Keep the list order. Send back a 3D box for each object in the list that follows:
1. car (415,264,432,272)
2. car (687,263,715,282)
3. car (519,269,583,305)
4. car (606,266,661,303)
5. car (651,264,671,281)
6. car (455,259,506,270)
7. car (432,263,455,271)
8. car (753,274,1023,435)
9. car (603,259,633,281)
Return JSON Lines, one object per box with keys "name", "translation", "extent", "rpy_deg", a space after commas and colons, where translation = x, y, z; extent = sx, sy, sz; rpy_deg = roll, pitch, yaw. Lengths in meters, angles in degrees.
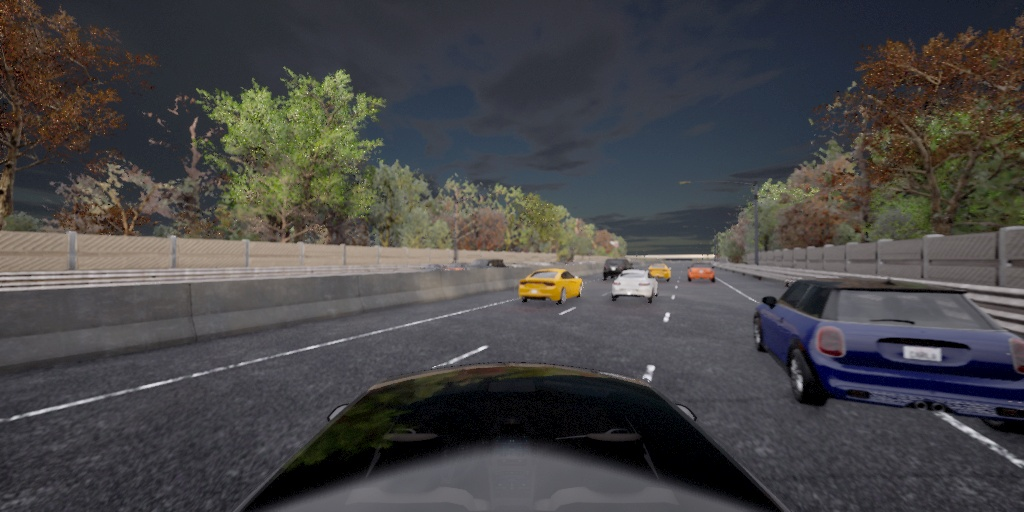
{"name": "car", "translation": [-8.049, 1.579, 37.185], "extent": [2.128, 1.511, 4.902], "rpy_deg": [0, -1, 26]}
{"name": "car", "translation": [17.115, 1.372, 32.557], "extent": [2.097, 1.767, 4.553], "rpy_deg": [0, 0, 26]}
{"name": "car", "translation": [2.020, 1.370, 17.340], "extent": [1.882, 1.535, 5.008], "rpy_deg": [0, -1, 26]}
{"name": "car", "translation": [6.183, 1.420, 17.910], "extent": [1.812, 1.442, 4.674], "rpy_deg": [0, -1, 26]}
{"name": "car", "translation": [13.989, 1.514, 34.071], "extent": [1.882, 1.535, 5.008], "rpy_deg": [0, -1, 26]}
{"name": "car", "translation": [-2.498, 1.260, 32.584], "extent": [2.150, 2.045, 5.566], "rpy_deg": [0, -1, 26]}
{"name": "car", "translation": [-5.239, 1.416, 34.959], "extent": [2.097, 1.767, 4.553], "rpy_deg": [0, -1, 26]}
{"name": "car", "translation": [5.539, 1.134, 5.950], "extent": [2.097, 1.767, 4.553], "rpy_deg": [0, -1, 26]}
{"name": "car", "translation": [10.179, 1.263, 34.236], "extent": [2.150, 2.045, 5.566], "rpy_deg": [0, -1, 26]}
